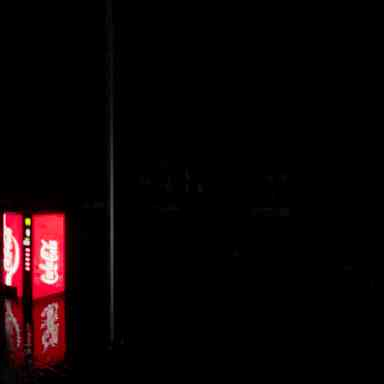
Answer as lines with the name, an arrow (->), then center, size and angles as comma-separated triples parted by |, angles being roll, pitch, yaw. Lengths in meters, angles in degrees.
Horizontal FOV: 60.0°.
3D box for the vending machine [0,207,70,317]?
vending machine -> -3.416, 1.415, 7.241 | 0.880, 2.100, 1.100 | 0, 0, 35
